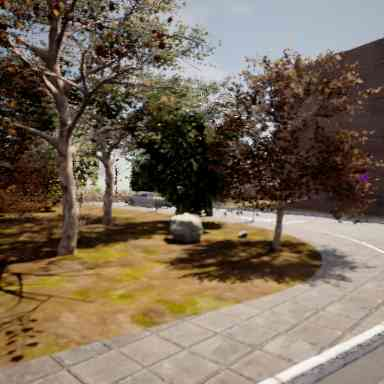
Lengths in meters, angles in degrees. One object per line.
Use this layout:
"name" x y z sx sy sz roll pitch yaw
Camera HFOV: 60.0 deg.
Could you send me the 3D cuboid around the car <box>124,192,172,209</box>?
"car" -3.594 0.690 28.758 4.718 1.301 1.895 3 1 33
